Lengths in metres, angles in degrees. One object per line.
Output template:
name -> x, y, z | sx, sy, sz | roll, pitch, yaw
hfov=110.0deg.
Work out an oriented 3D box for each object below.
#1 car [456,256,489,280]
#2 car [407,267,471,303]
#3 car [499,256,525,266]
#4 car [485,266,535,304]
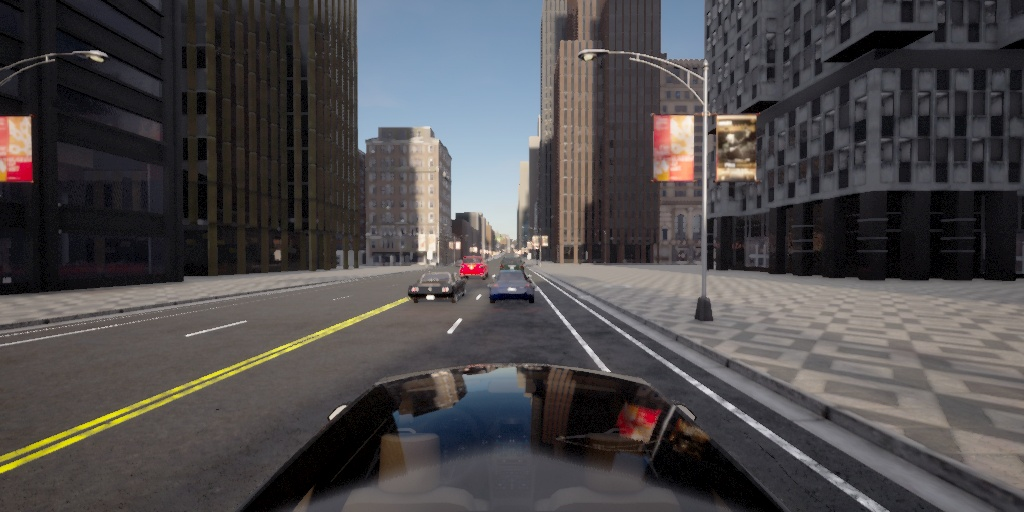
car -> -3.249, 1.044, 31.536 | 2.150, 2.045, 5.566 | 0, 0, 0
car -> -3.250, 1.372, 16.533 | 1.895, 1.301, 4.718 | 0, 0, 0
car -> 0.000, 1.044, 31.536 | 2.150, 2.045, 5.566 | 0, 0, 0
car -> 0.000, 1.328, 16.504 | 1.994, 1.385, 4.181 | 0, 0, 0
